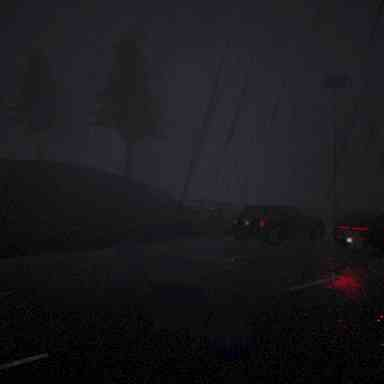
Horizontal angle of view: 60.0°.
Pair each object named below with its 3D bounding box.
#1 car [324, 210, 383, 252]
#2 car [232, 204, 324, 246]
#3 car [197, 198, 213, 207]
[{"bbox_3d":[7.793,1.497,13.677,4.892,1.490,1.837,-1,0,-35],"label":"car"},{"bbox_3d":[4.074,1.345,15.334,4.553,1.767,2.097,0,0,-35],"label":"car"},{"bbox_3d":[1.974,1.587,50.801,1.895,1.301,4.718,0,0,-5],"label":"car"}]
